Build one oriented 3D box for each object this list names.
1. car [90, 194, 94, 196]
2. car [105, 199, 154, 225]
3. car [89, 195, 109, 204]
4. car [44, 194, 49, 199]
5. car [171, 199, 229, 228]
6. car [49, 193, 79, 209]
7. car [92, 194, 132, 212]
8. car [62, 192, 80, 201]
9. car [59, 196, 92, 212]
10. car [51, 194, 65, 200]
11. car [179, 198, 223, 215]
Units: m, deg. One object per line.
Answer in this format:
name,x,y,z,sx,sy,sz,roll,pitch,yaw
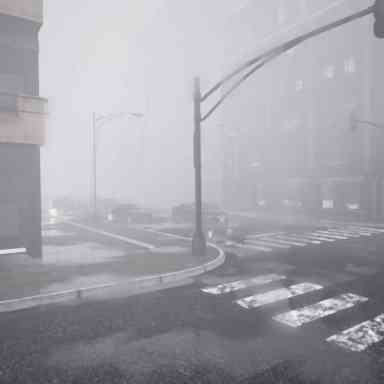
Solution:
car,-14.157,1.110,48.626,2.097,1.767,4.553,-1,1,-34
car,-4.391,1.508,24.221,1.887,1.381,4.507,-1,1,-35
car,-15.574,1.214,55.314,1.752,1.417,4.829,-1,1,-35
car,-34.984,1.073,83.345,1.752,1.417,4.829,-1,1,-35
car,0.419,1.431,22.042,2.128,1.511,4.902,-1,1,-35
car,-15.895,1.311,41.059,1.967,1.590,4.097,-1,1,-35
car,-8.474,1.349,34.896,1.882,1.535,5.008,-1,1,-35
car,-25.184,0.933,69.188,2.192,1.841,5.009,-1,1,-35
car,-12.659,1.447,36.388,2.008,1.369,4.403,-1,1,-35
car,-31.652,1.122,78.534,2.008,1.369,4.403,-1,1,-35
car,0.781,1.357,31.879,1.887,1.381,4.507,-1,1,-35
